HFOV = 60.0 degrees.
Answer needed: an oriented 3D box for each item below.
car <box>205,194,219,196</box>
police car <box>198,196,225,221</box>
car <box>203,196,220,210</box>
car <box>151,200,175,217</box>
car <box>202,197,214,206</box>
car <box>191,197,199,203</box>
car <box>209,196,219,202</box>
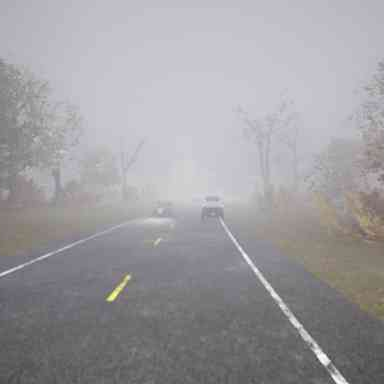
[{"bbox_3d":[2.244,1.272,37.787,2.150,2.045,5.566,0,0,4],"label":"car"},{"bbox_3d":[1.711,1.453,27.925,1.930,1.638,5.238,0,0,3],"label":"police car"},{"bbox_3d":[2.636,1.414,43.688,2.097,1.767,4.553,0,0,4],"label":"car"},{"bbox_3d":[-2.705,1.525,32.102,2.128,1.511,4.902,0,0,3],"label":"car"},{"bbox_3d":[2.996,1.634,60.668,1.837,1.490,4.892,0,0,6],"label":"car"},{"bbox_3d":[0.803,1.766,72.597,1.895,1.301,4.718,0,0,6],"label":"car"},{"bbox_3d":[5.609,1.663,83.172,2.033,1.411,5.357,0,0,8],"label":"car"}]
